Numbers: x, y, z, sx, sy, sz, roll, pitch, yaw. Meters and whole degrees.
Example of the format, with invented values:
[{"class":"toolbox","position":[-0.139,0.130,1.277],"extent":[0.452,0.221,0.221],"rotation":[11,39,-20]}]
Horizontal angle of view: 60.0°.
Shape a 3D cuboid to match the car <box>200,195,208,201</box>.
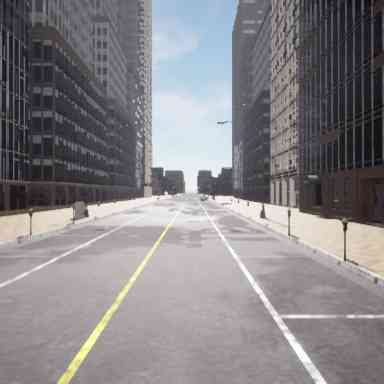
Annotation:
[{"class":"car","position":[3.000,1.473,85.187],"extent":[1.812,1.442,4.674],"rotation":[0,0,0]}]
